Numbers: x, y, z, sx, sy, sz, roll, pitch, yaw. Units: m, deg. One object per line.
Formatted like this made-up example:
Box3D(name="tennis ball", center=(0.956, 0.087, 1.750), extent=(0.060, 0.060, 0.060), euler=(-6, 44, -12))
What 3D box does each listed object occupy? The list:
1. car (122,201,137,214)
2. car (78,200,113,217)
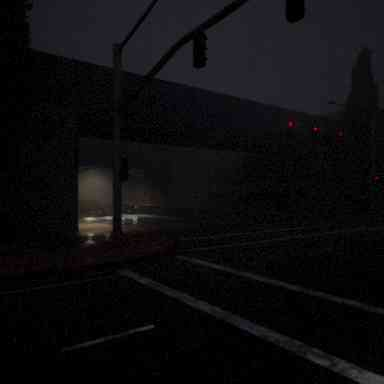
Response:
Box3D(name="car", center=(-7.524, 1.598, 34.838), extent=(1.895, 1.301, 4.718), euler=(0, 0, -36))
Box3D(name="car", center=(-9.581, 1.502, 31.717), extent=(1.837, 1.490, 4.892), euler=(0, 0, -36))
